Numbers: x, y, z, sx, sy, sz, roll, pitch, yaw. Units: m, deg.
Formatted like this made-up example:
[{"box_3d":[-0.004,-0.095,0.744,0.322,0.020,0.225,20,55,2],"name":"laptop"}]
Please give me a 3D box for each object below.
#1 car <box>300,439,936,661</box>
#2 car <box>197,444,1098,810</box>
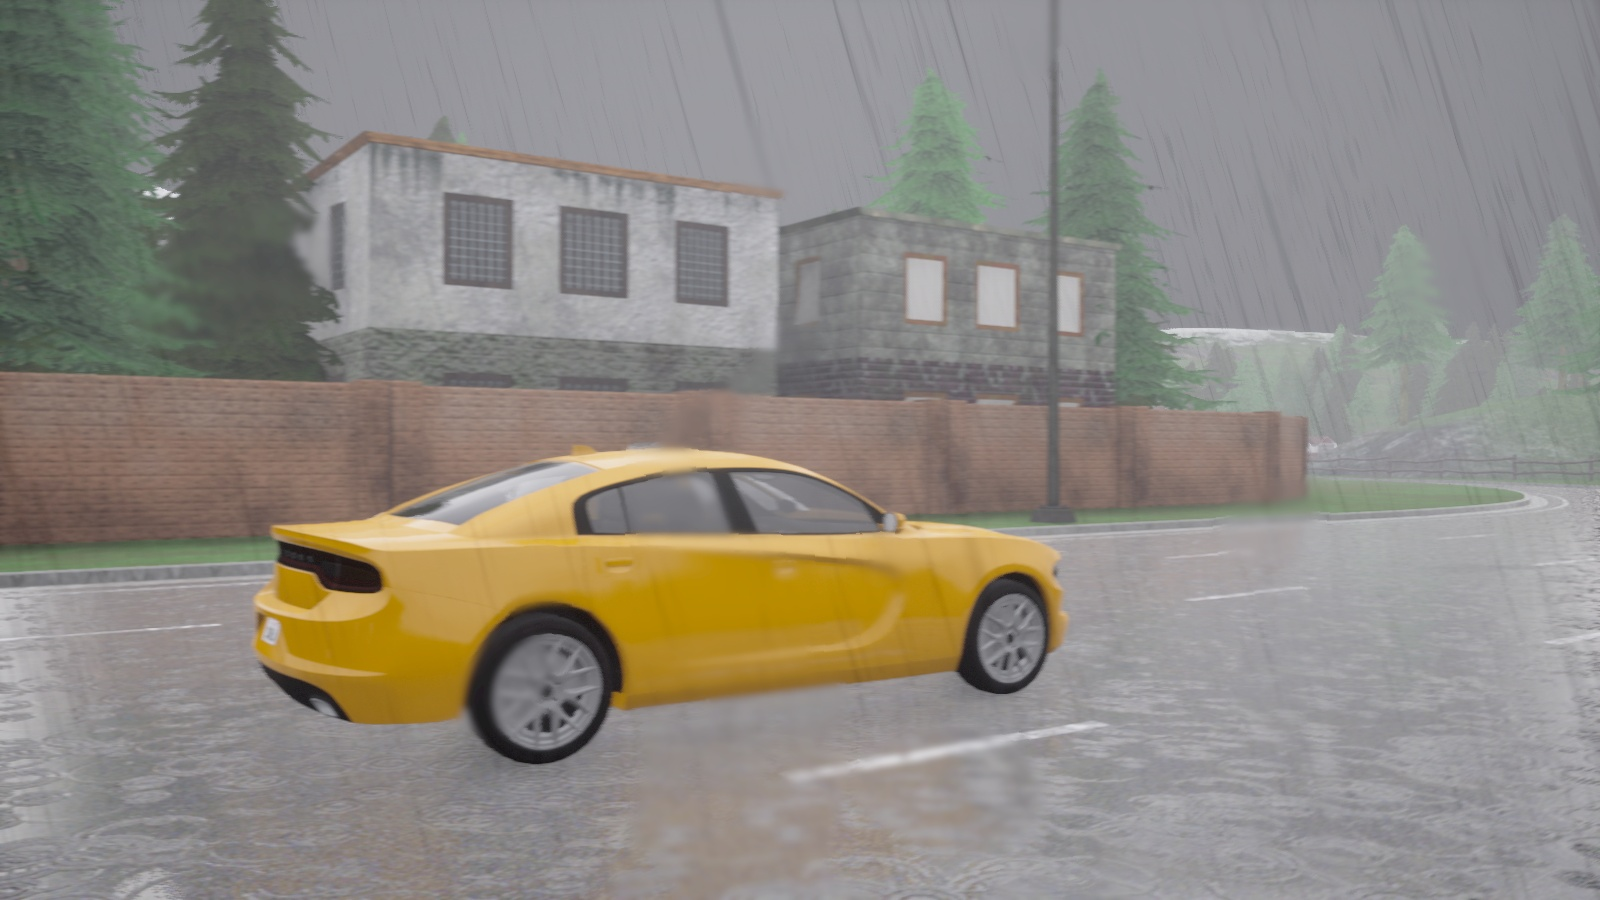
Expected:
[{"box_3d":[-1.422,0.715,11.197,5.366,1.575,1.801,0,0,-35],"name":"car"},{"box_3d":[-0.671,0.743,7.456,5.008,1.535,1.882,0,0,-35],"name":"car"}]
